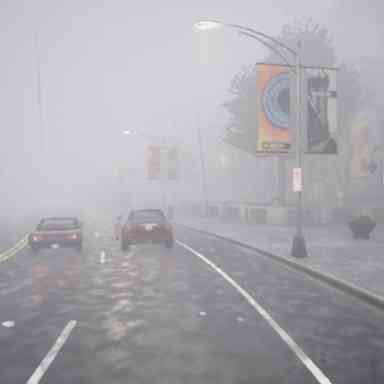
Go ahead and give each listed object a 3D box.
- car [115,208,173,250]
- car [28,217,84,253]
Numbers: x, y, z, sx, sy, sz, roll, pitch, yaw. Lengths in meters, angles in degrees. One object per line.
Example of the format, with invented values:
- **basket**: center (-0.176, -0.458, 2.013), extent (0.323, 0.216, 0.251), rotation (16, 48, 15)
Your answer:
- **car**: center (-2.358, 1.497, 15.462), extent (2.097, 1.767, 4.553), rotation (0, -1, -17)
- **car**: center (-5.713, 1.742, 14.469), extent (1.895, 1.301, 4.718), rotation (0, -1, -17)
